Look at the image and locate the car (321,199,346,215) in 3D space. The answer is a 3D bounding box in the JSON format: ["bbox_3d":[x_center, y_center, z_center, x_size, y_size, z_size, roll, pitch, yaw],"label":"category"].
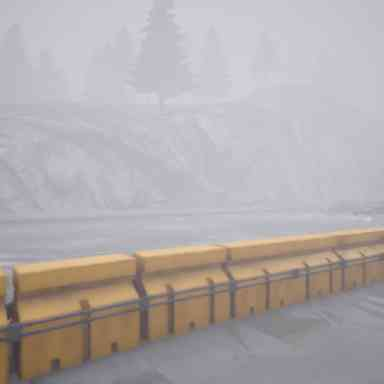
[{"bbox_3d":[15.459,1.496,34.543,4.902,1.511,2.128,0,0,-32],"label":"car"}]

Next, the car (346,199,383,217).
[{"bbox_3d":[17.098,1.519,31.440,4.892,1.490,1.837,0,0,-32],"label":"car"}]
